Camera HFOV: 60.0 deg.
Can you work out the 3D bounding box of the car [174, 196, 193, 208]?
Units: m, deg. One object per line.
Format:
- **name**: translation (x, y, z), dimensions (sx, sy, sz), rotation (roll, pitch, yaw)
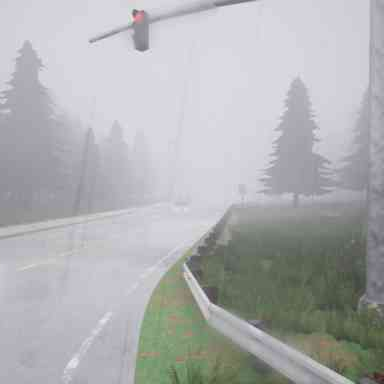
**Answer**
- **car**: translation (-1.043, 1.232, 43.528), dimensions (2.033, 1.411, 5.357), rotation (0, 0, 8)
